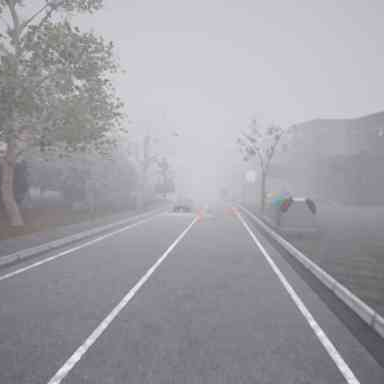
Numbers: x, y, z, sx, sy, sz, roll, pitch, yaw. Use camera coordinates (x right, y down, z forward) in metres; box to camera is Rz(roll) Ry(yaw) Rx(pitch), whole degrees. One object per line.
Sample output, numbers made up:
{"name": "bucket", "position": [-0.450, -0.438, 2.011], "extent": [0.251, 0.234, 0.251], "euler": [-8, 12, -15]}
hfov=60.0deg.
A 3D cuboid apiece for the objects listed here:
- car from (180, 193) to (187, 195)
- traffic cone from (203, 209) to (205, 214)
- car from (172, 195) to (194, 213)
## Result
{"name": "car", "position": [-1.853, 0.978, 75.252], "extent": [2.033, 1.411, 5.357], "euler": [-1, 0, -9]}
{"name": "traffic cone", "position": [0.610, 1.800, 25.780], "extent": [0.340, 0.580, 0.340], "euler": [1, 0, 5]}
{"name": "car", "position": [-0.801, 1.318, 33.919], "extent": [2.033, 1.411, 5.357], "euler": [1, 0, 5]}
